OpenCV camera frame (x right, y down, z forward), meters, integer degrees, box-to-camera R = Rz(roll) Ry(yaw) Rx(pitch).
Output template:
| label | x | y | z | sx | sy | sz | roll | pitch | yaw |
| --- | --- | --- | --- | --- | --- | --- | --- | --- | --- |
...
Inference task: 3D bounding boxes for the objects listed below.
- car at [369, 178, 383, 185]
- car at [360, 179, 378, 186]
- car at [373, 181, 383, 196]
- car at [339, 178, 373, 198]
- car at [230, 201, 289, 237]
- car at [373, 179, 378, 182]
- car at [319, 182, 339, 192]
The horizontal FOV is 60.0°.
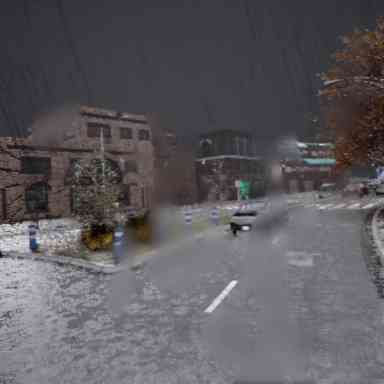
| label | x | y | z | sx | sy | sz | roll | pitch | yaw |
| --- | --- | --- | --- | --- | --- | --- | --- | --- | --- |
| car | 43.665 | -2.392 | 78.046 | 4.674 | 1.452 | 2.002 | -4 | 1 | -41 |
| car | 39.581 | -2.100 | 74.310 | 4.674 | 1.452 | 2.002 | -4 | 1 | -43 |
| car | 22.767 | -0.288 | 38.748 | 1.994 | 1.385 | 4.181 | -3 | 1 | 39 |
| car | 19.764 | -0.334 | 40.065 | 2.097 | 1.767 | 4.553 | -3 | 1 | 40 |
| car | 3.347 | 1.189 | 16.024 | 2.128 | 1.511 | 4.902 | -3 | 1 | 27 |
| car | 26.079 | -0.727 | 47.671 | 1.837 | 1.490 | 4.892 | -3 | 2 | 42 |
| car | 24.000 | -0.827 | 58.610 | 2.097 | 1.535 | 5.008 | -3 | 2 | 43 |
